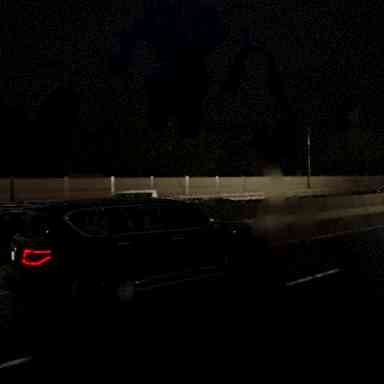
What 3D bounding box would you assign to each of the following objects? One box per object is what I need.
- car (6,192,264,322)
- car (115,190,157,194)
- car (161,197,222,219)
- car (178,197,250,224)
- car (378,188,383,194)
[{"bbox_3d":[-0.924,1.127,7.340,5.566,2.045,2.150,-2,1,-35],"label":"car"},{"bbox_3d":[-5.117,0.919,26.012,5.566,2.045,2.150,-2,1,-35],"label":"car"},{"bbox_3d":[0.003,1.152,25.323,4.181,1.385,1.994,-2,1,-35],"label":"car"},{"bbox_3d":[1.517,1.132,22.109,4.674,1.442,1.812,-2,1,-35],"label":"car"},{"bbox_3d":[30.303,-0.222,50.752,4.892,1.490,1.837,-3,2,-34],"label":"car"}]
